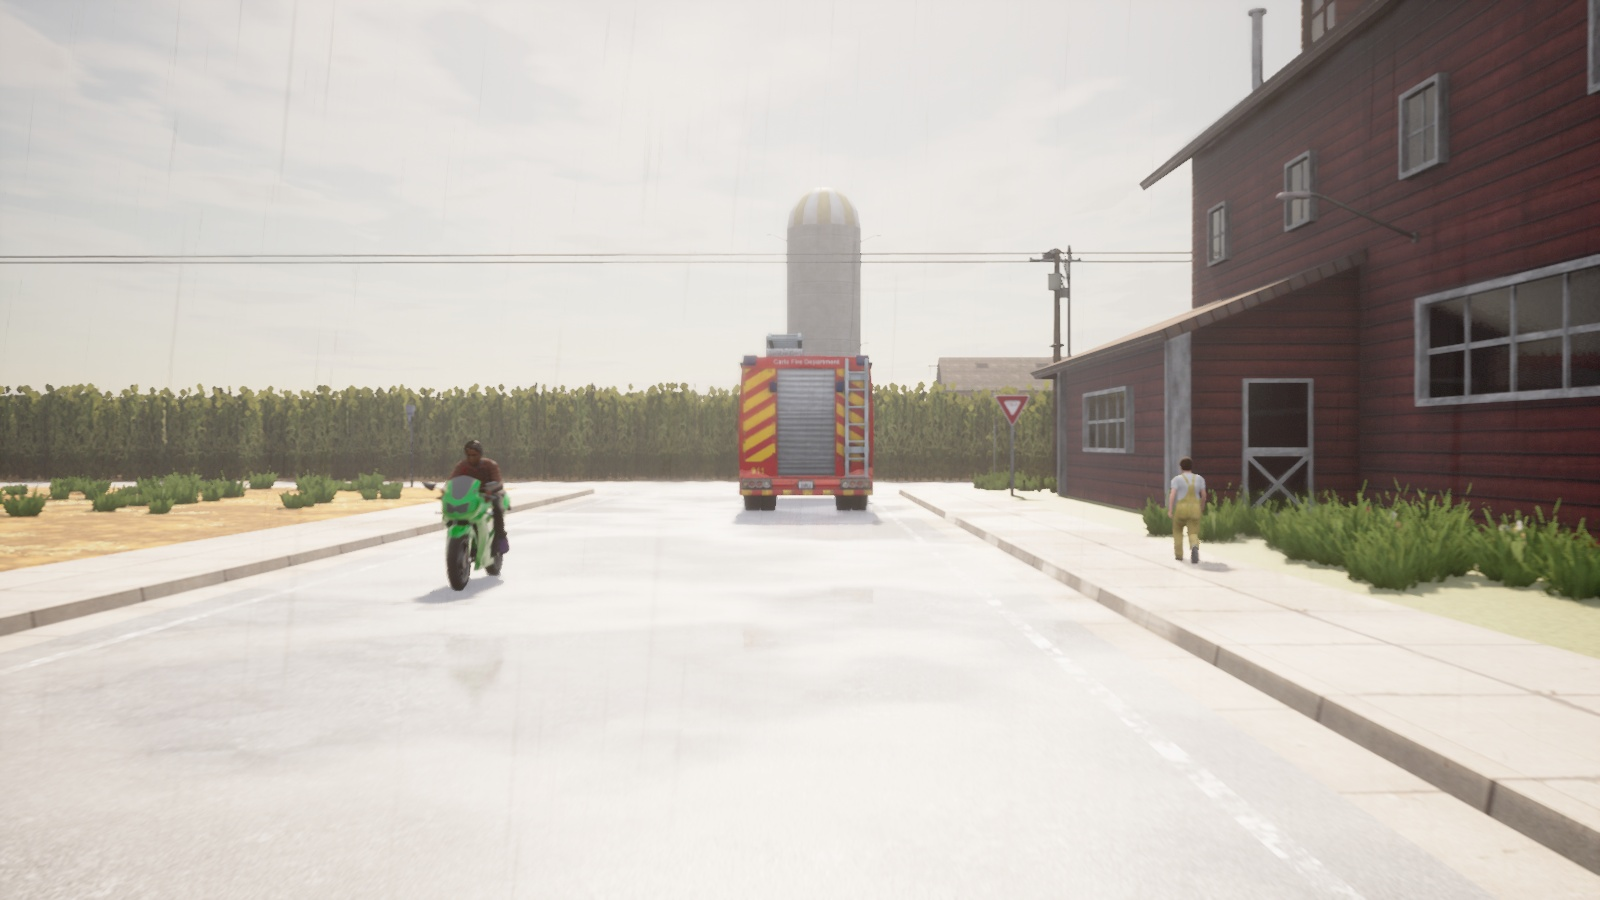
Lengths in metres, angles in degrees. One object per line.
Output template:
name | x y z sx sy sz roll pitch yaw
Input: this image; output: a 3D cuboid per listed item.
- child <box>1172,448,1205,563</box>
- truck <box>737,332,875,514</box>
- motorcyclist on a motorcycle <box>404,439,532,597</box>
child | 4.359 0.612 14.088 0.270 1.263 0.437 0 0 6
truck | 0.143 -0.586 30.588 2.891 3.827 8.468 0 0 0
motorcyclist on a motorcycle | -3.430 0.652 13.161 0.797 1.523 2.044 0 0 0
